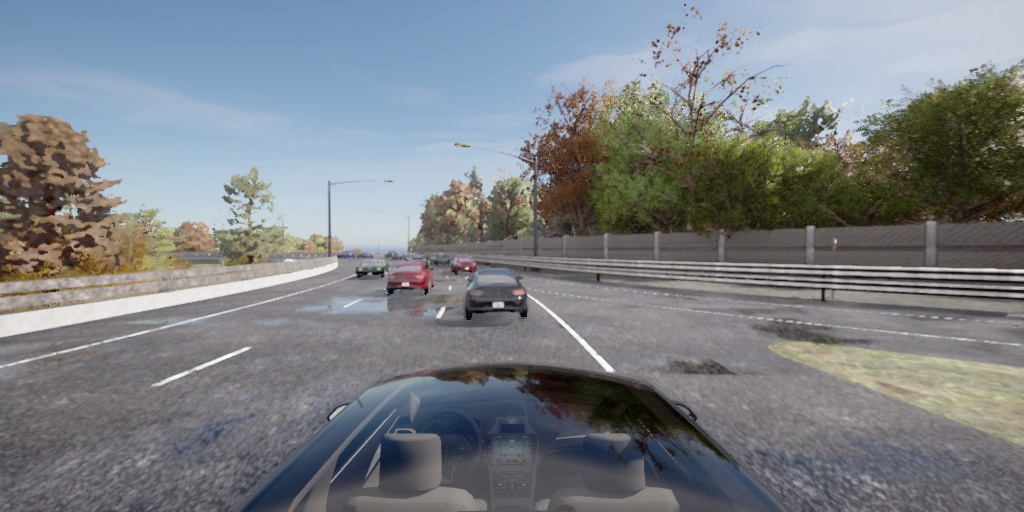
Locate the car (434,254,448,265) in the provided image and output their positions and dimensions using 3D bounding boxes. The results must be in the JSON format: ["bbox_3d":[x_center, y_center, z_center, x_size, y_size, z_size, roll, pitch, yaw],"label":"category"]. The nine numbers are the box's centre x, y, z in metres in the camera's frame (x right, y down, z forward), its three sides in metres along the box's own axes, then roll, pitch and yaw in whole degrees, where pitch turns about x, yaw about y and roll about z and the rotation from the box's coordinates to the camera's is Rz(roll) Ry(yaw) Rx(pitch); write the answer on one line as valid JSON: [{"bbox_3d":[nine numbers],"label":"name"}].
[{"bbox_3d":[-8.897,0.455,44.338,2.128,1.511,4.902,-1,1,-22],"label":"car"}]

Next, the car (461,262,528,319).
[{"bbox_3d":[-0.578,1.087,11.765,1.812,1.442,4.674,0,1,-5],"label":"car"}]

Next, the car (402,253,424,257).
[{"bbox_3d":[-10.172,0.573,38.150,2.128,1.511,4.902,0,1,-19],"label":"car"}]

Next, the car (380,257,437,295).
[{"bbox_3d":[-4.833,0.988,17.432,1.812,1.442,4.674,0,1,-8],"label":"car"}]

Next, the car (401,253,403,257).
[{"bbox_3d":[-16.401,0.222,59.208,1.812,1.442,4.674,-1,1,-31],"label":"car"}]

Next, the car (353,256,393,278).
[{"bbox_3d":[-10.266,0.898,26.733,1.895,1.301,4.718,0,1,-14],"label":"car"}]

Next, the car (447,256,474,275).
[{"bbox_3d":[-4.082,0.748,30.100,1.812,1.442,4.674,0,1,-15],"label":"car"}]
